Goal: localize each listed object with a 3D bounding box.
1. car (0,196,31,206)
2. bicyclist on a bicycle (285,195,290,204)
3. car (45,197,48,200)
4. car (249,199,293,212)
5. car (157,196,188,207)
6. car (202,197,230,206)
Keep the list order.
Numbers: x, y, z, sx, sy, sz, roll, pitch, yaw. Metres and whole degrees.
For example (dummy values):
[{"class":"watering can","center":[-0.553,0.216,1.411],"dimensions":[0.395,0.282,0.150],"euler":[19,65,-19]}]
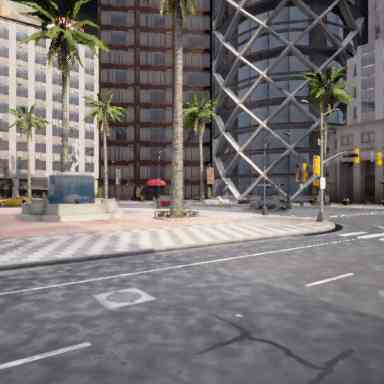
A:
[{"class":"car","center":[-28.765,1.478,54.458],"dimensions":[5.008,1.535,1.882],"euler":[0,0,-14]},{"class":"bicyclist on a bicycle","center":[15.720,1.301,54.592],"dimensions":[0.582,1.620,1.656],"euler":[0,0,42]},{"class":"car","center":[-23.239,1.221,59.064],"dimensions":[5.566,2.045,2.150],"euler":[0,0,-6]},{"class":"car","center":[9.349,1.547,39.888],"dimensions":[2.033,1.411,5.357],"euler":[0,0,-40]},{"class":"car","center":[-2.871,1.352,49.202],"dimensions":[4.553,1.767,2.097],"euler":[0,0,22]},{"class":"car","center":[3.796,1.526,53.882],"dimensions":[4.674,1.442,1.812],"euler":[0,0,31]}]
